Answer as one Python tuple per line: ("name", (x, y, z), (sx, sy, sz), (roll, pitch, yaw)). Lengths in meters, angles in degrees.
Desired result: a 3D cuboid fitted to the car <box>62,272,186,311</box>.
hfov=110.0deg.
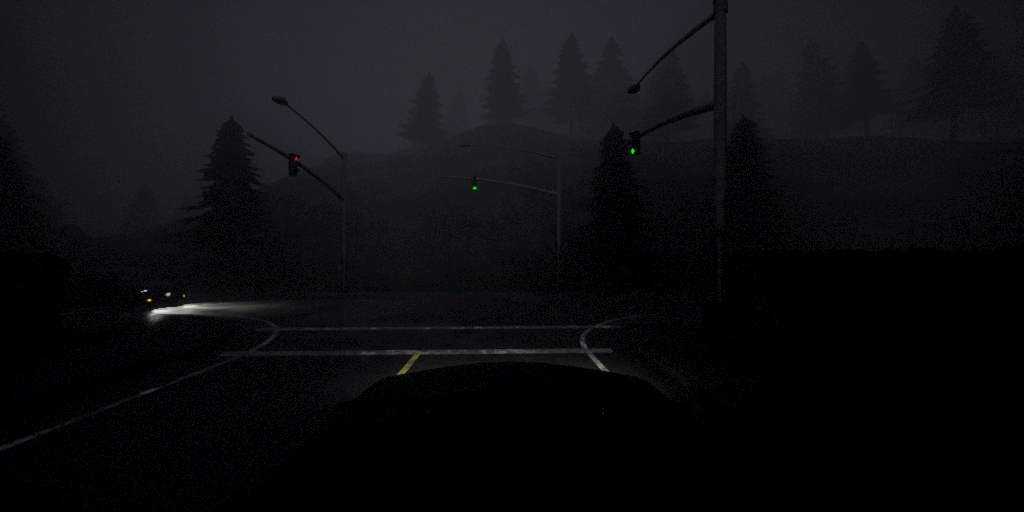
("car", (-15.358, 1.312, 13.890), (4.181, 1.385, 1.994), (0, 0, -1))
